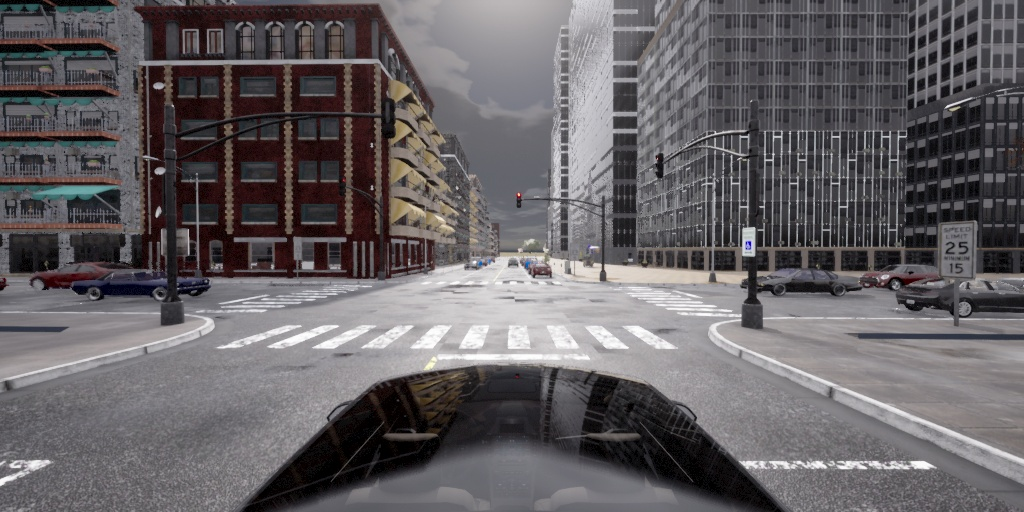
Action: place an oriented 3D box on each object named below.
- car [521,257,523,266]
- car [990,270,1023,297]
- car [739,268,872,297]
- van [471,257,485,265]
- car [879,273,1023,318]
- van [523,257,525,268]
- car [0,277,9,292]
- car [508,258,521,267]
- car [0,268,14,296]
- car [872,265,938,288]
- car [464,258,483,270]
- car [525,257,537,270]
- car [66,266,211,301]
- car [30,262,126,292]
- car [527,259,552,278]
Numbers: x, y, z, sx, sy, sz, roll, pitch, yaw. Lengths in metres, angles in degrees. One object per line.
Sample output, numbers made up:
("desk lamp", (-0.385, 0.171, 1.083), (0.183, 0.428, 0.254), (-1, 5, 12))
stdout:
("car", (2.774, 1.238, 55.988), (1.888, 1.381, 4.507), (0, 0, 0))
("car", (28.671, 1.458, 18.788), (4.718, 1.301, 1.895), (0, 1, 0))
("car", (15.225, 1.341, 19.002), (5.357, 1.411, 2.033), (0, 1, 1))
("van", (-5.574, 1.033, 55.972), (1.690, 1.789, 3.998), (0, 0, 0))
("car", (16.739, 1.445, 13.066), (4.403, 1.370, 2.007), (0, 0, 1))
("van", (2.762, 1.042, 50.342), (1.690, 1.789, 3.998), (0, 0, 0))
("car", (-22.598, 1.259, 13.692), (4.507, 1.381, 1.888), (0, 0, 1))
("car", (0.235, 1.279, 64.045), (1.895, 1.301, 4.718), (0, 0, 0))
("car", (-26.523, 1.254, 16.463), (4.718, 1.301, 1.895), (0, 1, 1))
("car", (23.417, 1.229, 21.599), (4.097, 1.591, 1.967), (0, 0, 1))
("car", (-5.586, 1.267, 50.326), (1.948, 1.339, 4.313), (0, 0, 0))
("car", (2.738, 1.157, 39.049), (1.967, 1.591, 4.097), (0, 0, 0))
("car", (-16.644, 1.299, 16.304), (4.718, 1.301, 1.895), (0, 1, 1))
("car", (-23.098, 1.096, 19.606), (5.008, 1.535, 1.882), (0, 1, 1))
("car", (2.725, 1.270, 33.404), (1.888, 1.381, 4.507), (0, 0, 0))
